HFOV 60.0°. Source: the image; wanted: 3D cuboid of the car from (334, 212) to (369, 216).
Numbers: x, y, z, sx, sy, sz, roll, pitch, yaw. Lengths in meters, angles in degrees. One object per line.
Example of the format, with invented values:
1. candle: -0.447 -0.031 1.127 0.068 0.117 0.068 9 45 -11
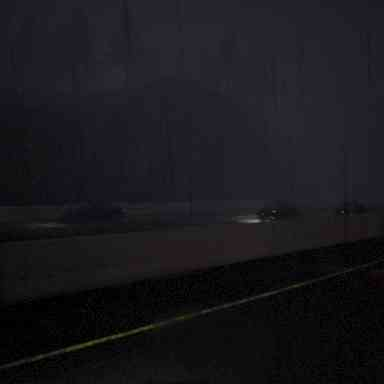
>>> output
1. car: 14.642 1.570 30.554 4.181 1.385 1.994 0 0 -45

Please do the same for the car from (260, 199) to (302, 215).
1. car: 9.503 1.506 35.311 4.902 1.511 2.128 0 0 -45
